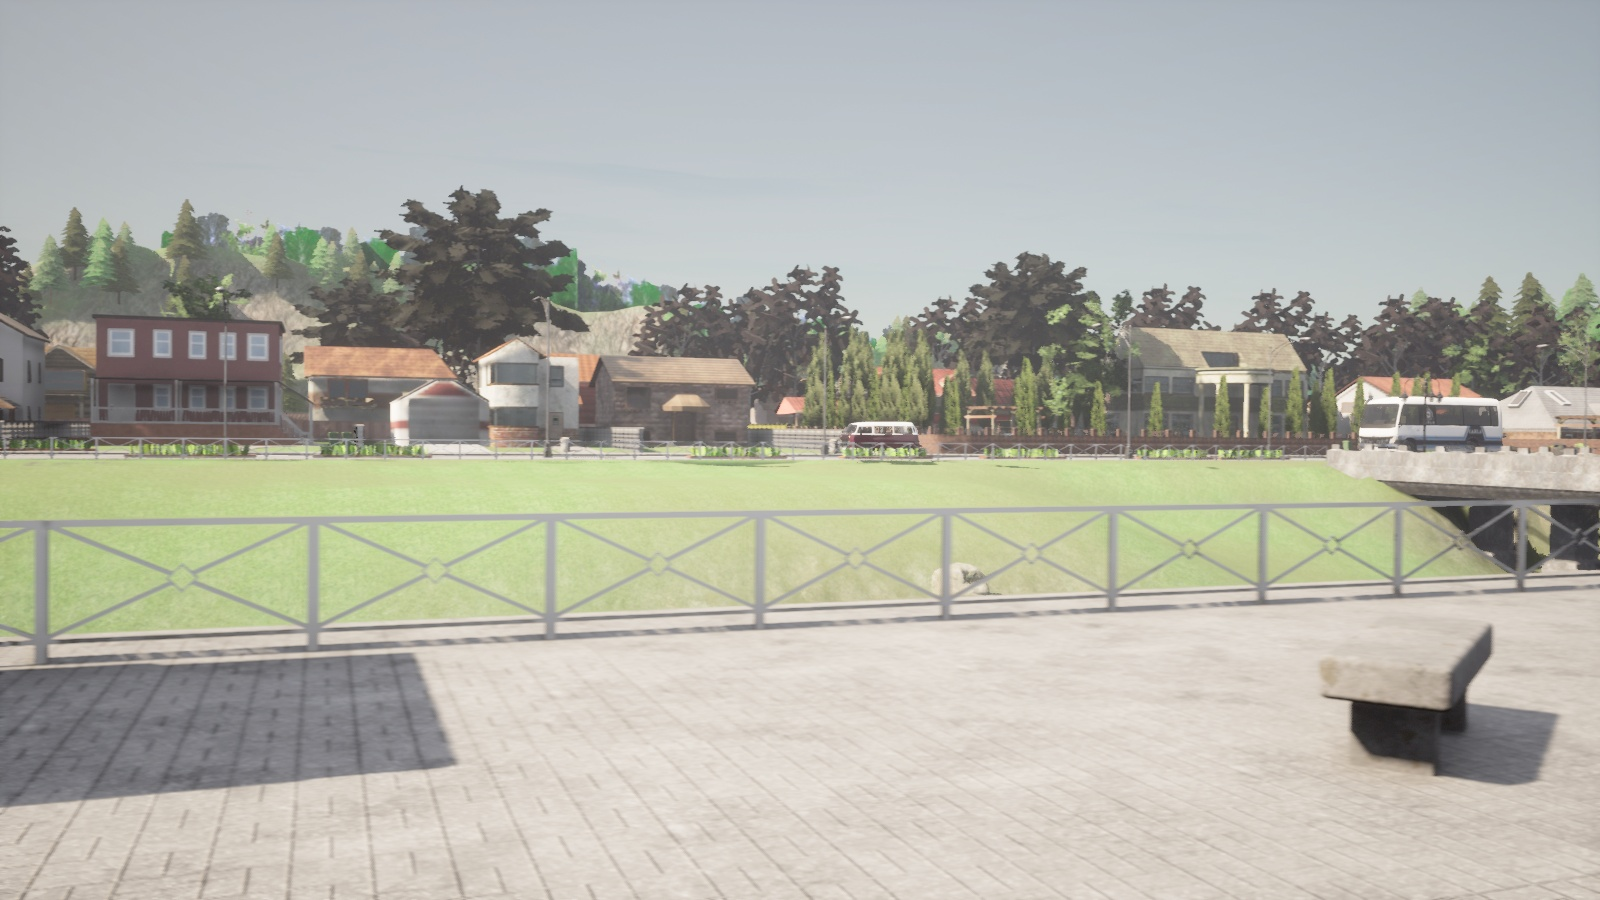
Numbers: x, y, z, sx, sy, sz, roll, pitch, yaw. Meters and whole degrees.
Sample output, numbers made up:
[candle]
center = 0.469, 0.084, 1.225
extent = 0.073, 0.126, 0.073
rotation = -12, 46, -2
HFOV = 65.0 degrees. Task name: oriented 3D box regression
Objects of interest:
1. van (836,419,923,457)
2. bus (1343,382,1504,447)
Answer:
[van]
center = 4.519, -0.690, 71.475
extent = 4.480, 2.038, 2.069
rotation = -1, 1, -21
[bus]
center = 42.697, -2.439, 85.946
extent = 10.273, 4.253, 3.944
rotation = -1, 1, -21
